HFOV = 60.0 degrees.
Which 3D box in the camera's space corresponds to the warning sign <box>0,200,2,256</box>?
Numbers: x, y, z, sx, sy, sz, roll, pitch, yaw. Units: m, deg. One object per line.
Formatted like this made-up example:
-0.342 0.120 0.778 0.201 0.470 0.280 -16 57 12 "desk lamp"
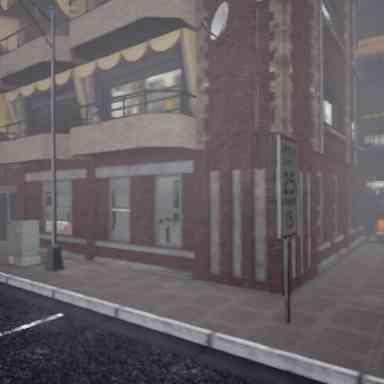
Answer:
-7.162 1.192 10.919 1.060 1.860 1.300 -1 0 36 "warning sign"
